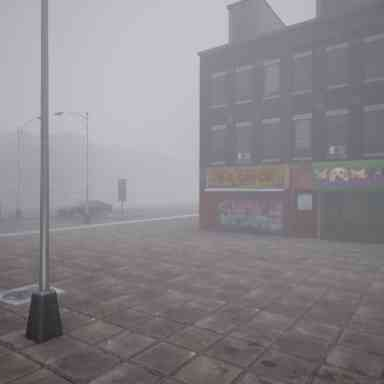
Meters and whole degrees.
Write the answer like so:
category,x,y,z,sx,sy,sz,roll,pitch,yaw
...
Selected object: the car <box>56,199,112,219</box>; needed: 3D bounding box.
category,x,y,z,sx,sy,sz,roll,pitch,yaw
car,-9.195,1.404,28.741,1.882,1.535,5.008,0,0,35
